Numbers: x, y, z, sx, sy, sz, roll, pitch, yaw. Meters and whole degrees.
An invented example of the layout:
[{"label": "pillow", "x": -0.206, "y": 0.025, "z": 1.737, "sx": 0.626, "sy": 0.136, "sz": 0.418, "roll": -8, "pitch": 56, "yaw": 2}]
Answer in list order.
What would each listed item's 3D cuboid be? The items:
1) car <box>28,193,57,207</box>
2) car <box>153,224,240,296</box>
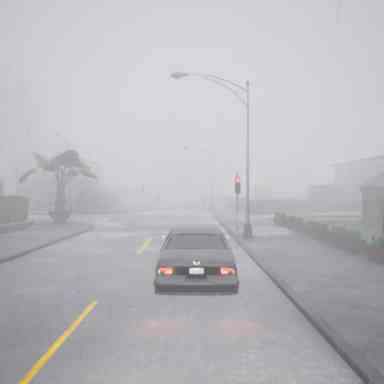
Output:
[{"label": "car", "x": -19.751, "y": 1.033, "z": 43.900, "sx": 1.905, "sy": 1.878, "sz": 3.866, "roll": 0, "pitch": 0, "yaw": 35}, {"label": "car", "x": 0.099, "y": 1.557, "z": 8.857, "sx": 2.033, "sy": 1.411, "sz": 5.357, "roll": 0, "pitch": 0, "yaw": 0}]
